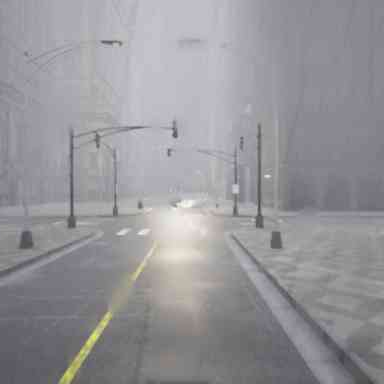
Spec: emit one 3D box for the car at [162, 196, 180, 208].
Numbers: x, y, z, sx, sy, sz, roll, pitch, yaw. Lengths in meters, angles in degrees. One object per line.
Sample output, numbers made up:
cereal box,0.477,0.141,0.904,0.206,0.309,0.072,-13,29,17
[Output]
car,-3.097,1.507,47.142,1.895,1.301,4.718,0,0,0
